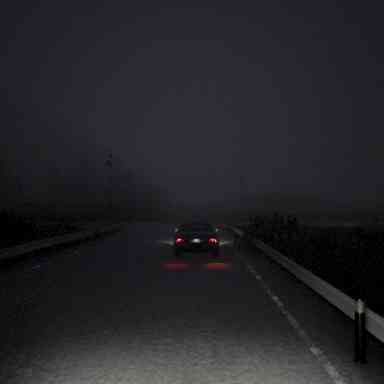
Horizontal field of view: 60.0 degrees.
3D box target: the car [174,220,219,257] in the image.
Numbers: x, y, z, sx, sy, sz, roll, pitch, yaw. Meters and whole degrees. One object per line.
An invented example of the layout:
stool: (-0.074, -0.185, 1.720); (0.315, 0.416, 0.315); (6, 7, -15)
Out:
car: (0.199, 1.953, 14.631); (2.033, 1.411, 5.357); (0, -3, 1)
